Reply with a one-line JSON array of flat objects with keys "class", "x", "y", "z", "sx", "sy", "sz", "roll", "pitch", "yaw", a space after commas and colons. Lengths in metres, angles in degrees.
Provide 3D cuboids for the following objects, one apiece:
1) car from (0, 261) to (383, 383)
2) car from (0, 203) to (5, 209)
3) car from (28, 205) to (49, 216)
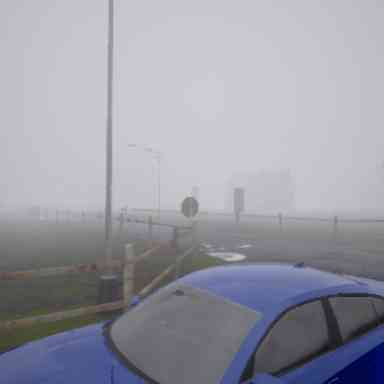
[{"class": "car", "x": 0.488, "y": 1.519, "z": 3.162, "sx": 5.008, "sy": 1.535, "sz": 1.882, "roll": 1, "pitch": -1, "yaw": -34}, {"class": "car", "x": -43.853, "y": 3.150, "z": 74.858, "sx": 5.008, "sy": 1.535, "sz": 1.882, "roll": -1, "pitch": -2, "yaw": 43}, {"class": "car", "x": -22.027, "y": 2.600, "z": 47.585, "sx": 2.128, "sy": 1.511, "sz": 4.902, "roll": 1, "pitch": -2, "yaw": -40}]
